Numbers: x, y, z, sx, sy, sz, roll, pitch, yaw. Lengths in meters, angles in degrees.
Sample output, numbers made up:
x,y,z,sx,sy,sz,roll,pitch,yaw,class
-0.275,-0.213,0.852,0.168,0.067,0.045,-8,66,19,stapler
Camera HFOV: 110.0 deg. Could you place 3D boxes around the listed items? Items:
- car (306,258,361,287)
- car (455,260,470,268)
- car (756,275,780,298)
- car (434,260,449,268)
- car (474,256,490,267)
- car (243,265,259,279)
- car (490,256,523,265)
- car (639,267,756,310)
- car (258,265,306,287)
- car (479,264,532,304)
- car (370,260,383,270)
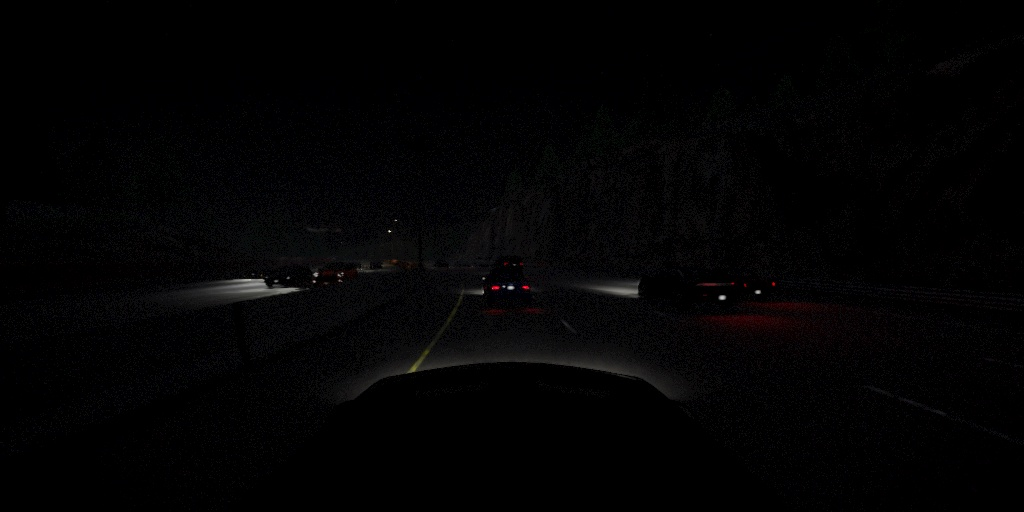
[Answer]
x,y,z,sx,sy,sz,roll,pitch,yaw,class
-12.681,1.244,25.976,2.097,1.767,4.553,-1,0,-10,car
-8.800,1.374,63.550,1.812,1.442,4.674,-1,0,-22,car
10.123,1.235,17.283,1.895,1.301,4.718,-1,0,-6,car
-12.423,1.415,63.172,1.812,1.442,4.674,-1,0,-22,car
-5.051,1.027,63.767,2.150,2.045,5.566,0,0,-22,car
-25.808,1.607,36.965,1.994,1.385,4.181,-1,0,-15,car
-0.452,0.975,38.073,2.150,2.045,5.566,0,0,-15,car
6.752,1.164,14.265,2.128,1.511,4.902,0,0,-5,car
-16.310,1.439,26.538,1.837,1.490,4.892,-1,0,-10,car
-0.335,1.301,16.570,2.033,1.411,5.357,-1,0,-7,car
-22.485,1.481,59.540,1.882,1.535,5.008,-1,1,-21,car
